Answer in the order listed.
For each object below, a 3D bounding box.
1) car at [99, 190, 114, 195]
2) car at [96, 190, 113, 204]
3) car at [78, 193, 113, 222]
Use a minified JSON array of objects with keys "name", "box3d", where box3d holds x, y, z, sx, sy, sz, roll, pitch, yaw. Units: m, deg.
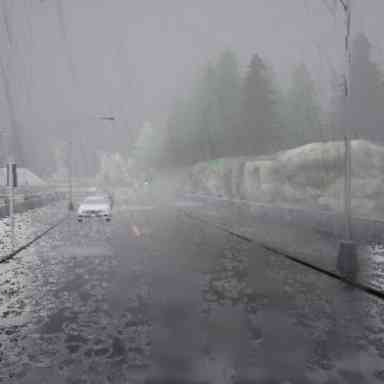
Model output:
[{"name":"car","box3d":[-8.497,0.799,31.148,1.812,1.442,4.674,-1,2,-12]},{"name":"car","box3d":[-10.738,0.544,41.060,1.837,1.490,4.892,-1,2,-13]},{"name":"car","box3d":[-6.247,1.026,21.491,1.812,1.442,4.674,-1,2,-13]}]
